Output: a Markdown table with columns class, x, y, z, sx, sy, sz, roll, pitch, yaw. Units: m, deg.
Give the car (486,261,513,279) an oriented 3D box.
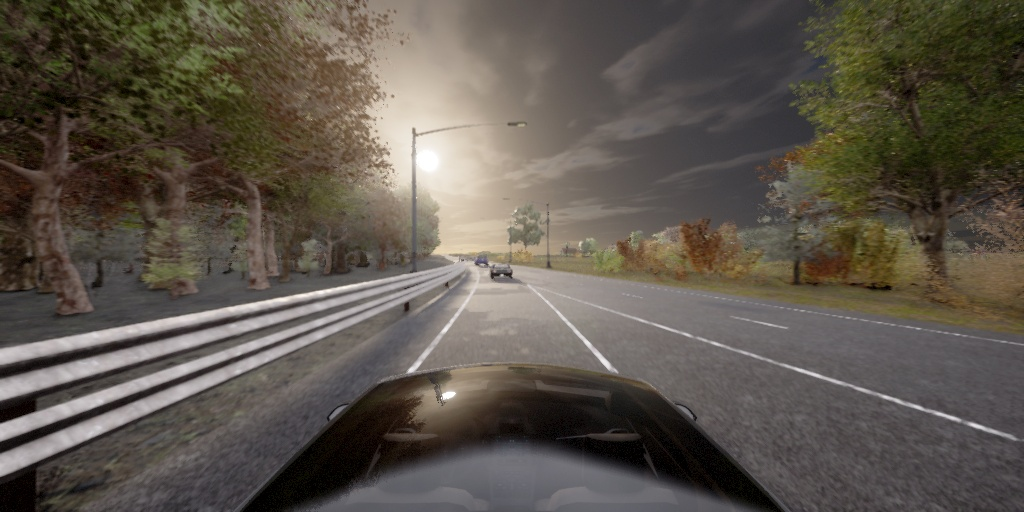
| class | x | y | z | sx | sy | sz | roll | pitch | yaw |
| --- | --- | --- | --- | --- | --- | --- | --- | --- | --- |
| car | -1.075 | 1.325 | 32.532 | 1.895 | 1.301 | 4.718 | 0 | 0 | -6 |
